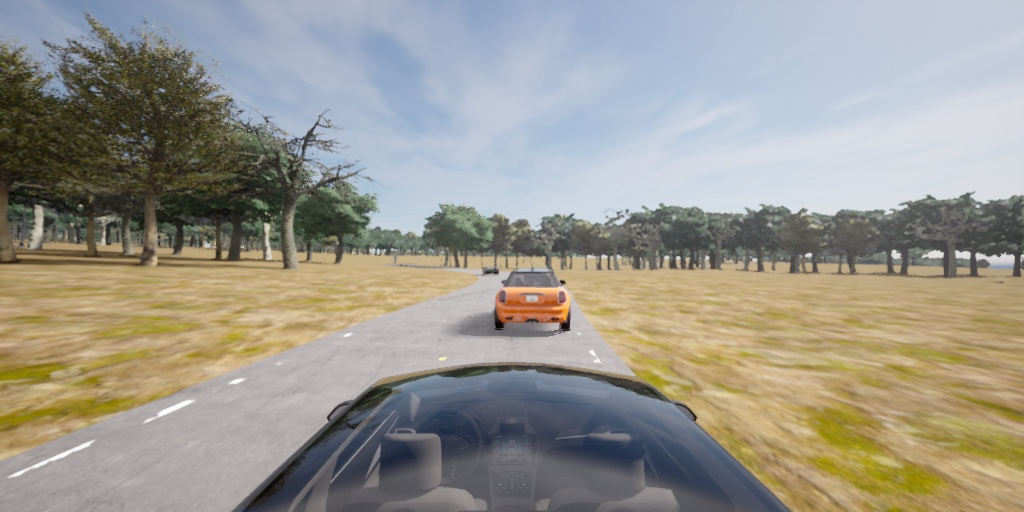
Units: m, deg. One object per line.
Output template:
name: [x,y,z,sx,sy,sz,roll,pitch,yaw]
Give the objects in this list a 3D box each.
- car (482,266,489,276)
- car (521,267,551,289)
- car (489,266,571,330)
car: [-2.775,1.895,46.825,1.895,1.301,4.718,0,-1,-10]
car: [1.732,1.573,27.223,2.033,1.411,5.357,0,-1,2]
car: [0.690,1.172,11.572,2.097,1.767,4.553,0,-1,4]
